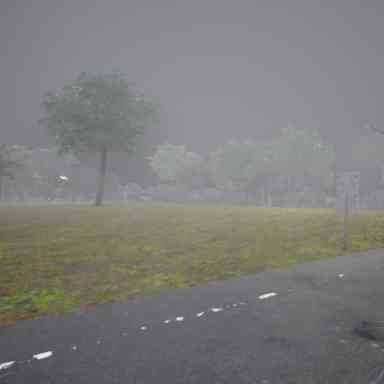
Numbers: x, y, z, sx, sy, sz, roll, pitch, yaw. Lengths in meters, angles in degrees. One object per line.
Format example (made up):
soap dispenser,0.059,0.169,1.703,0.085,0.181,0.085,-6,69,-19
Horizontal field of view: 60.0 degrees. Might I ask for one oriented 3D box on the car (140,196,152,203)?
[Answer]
car,-11.707,1.864,84.573,2.097,1.767,4.553,3,-3,-27
